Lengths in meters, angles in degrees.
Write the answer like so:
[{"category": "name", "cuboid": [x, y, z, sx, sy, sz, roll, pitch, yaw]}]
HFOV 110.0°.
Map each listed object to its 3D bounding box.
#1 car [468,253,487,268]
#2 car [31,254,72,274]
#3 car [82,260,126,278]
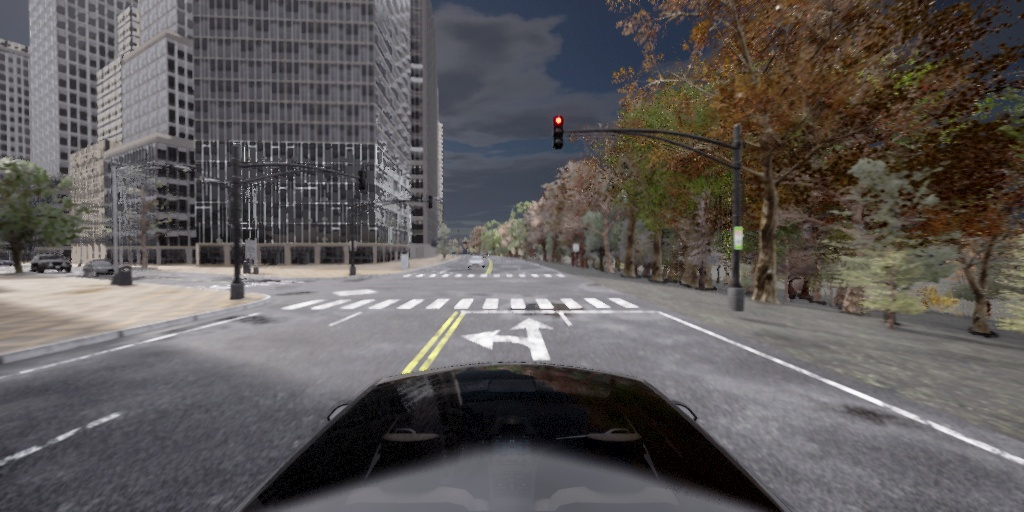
[{"category": "car", "cuboid": [-4.180, 0.708, 42.531, 1.812, 1.442, 4.674, 0, 2, -3]}, {"category": "car", "cuboid": [-51.013, 0.843, 39.673, 5.566, 2.045, 2.150, 0, 1, 29]}, {"category": "car", "cuboid": [-35.763, 1.103, 31.427, 4.892, 1.490, 1.837, 0, 1, 28]}]
